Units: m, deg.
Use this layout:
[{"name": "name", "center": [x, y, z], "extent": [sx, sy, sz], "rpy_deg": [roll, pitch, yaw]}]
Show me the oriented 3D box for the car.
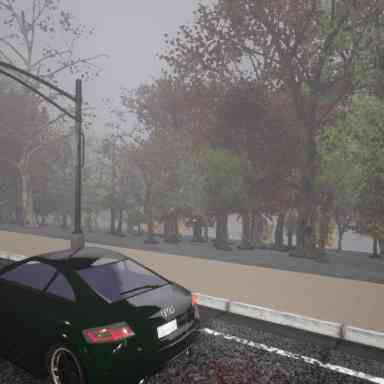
[{"name": "car", "center": [-1.915, 1.563, 5.055], "extent": [4.181, 1.385, 1.994], "rpy_deg": [0, 0, 36]}]
